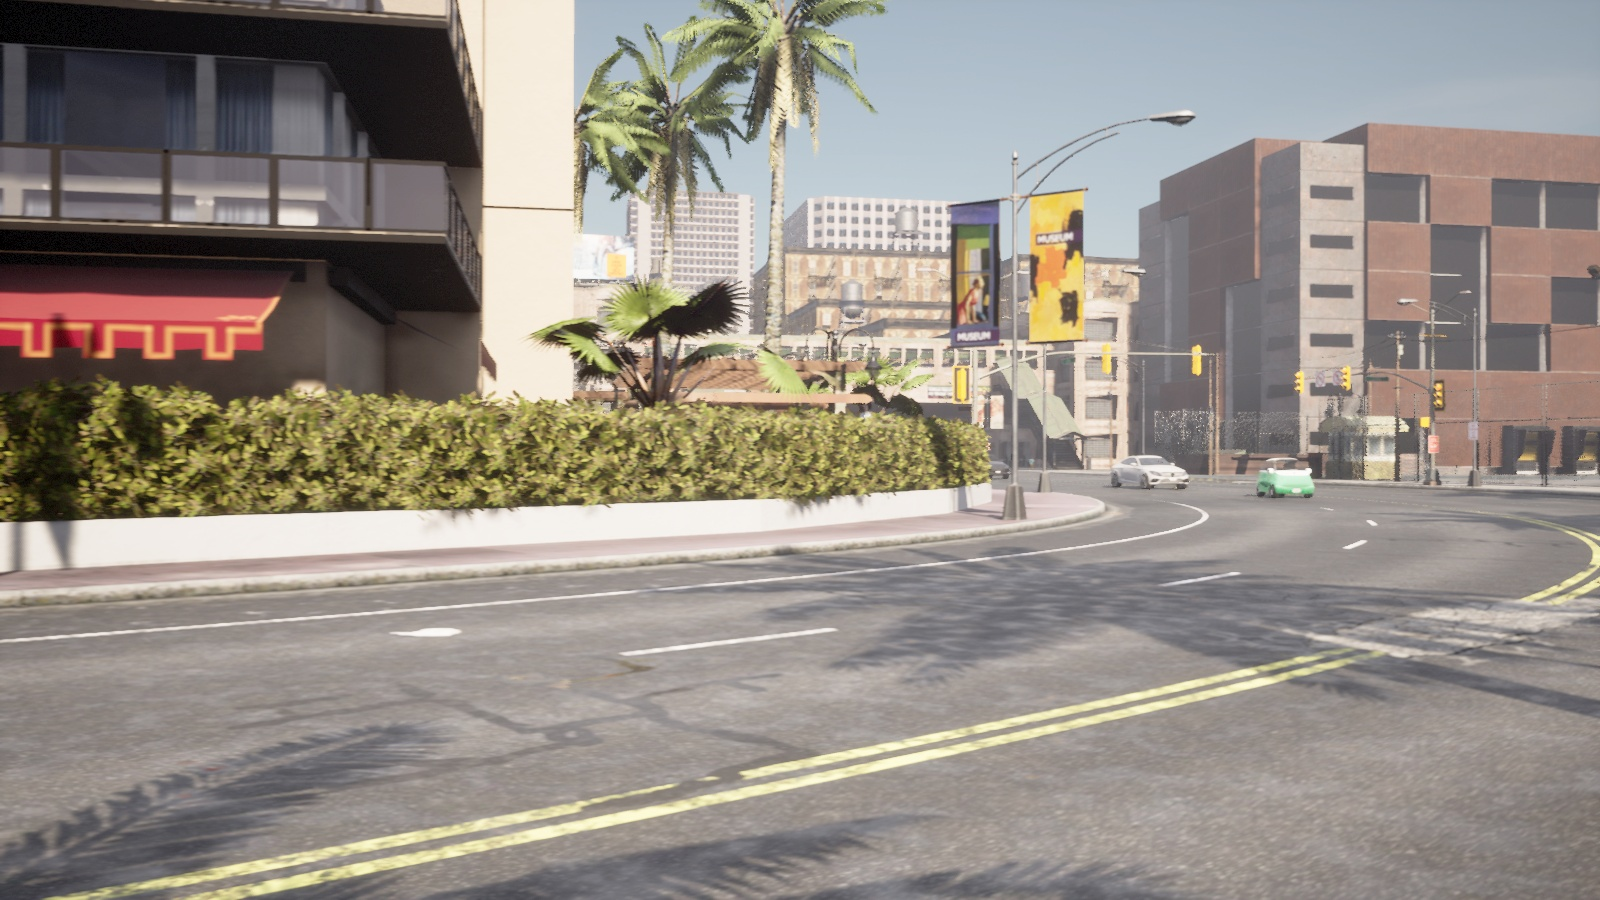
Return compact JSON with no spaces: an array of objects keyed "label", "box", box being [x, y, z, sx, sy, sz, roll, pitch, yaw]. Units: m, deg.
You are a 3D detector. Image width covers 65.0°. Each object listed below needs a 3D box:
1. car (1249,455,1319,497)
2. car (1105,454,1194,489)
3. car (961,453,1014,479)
[{"label":"car","box":[16.566,0.877,43.056,1.481,1.376,2.207,0,-1,-3]},{"label":"car","box":[14.983,0.881,54.047,1.812,1.442,4.674,0,0,-11]},{"label":"car","box":[11.112,0.933,74.577,1.816,1.474,4.193,0,0,-11]}]
